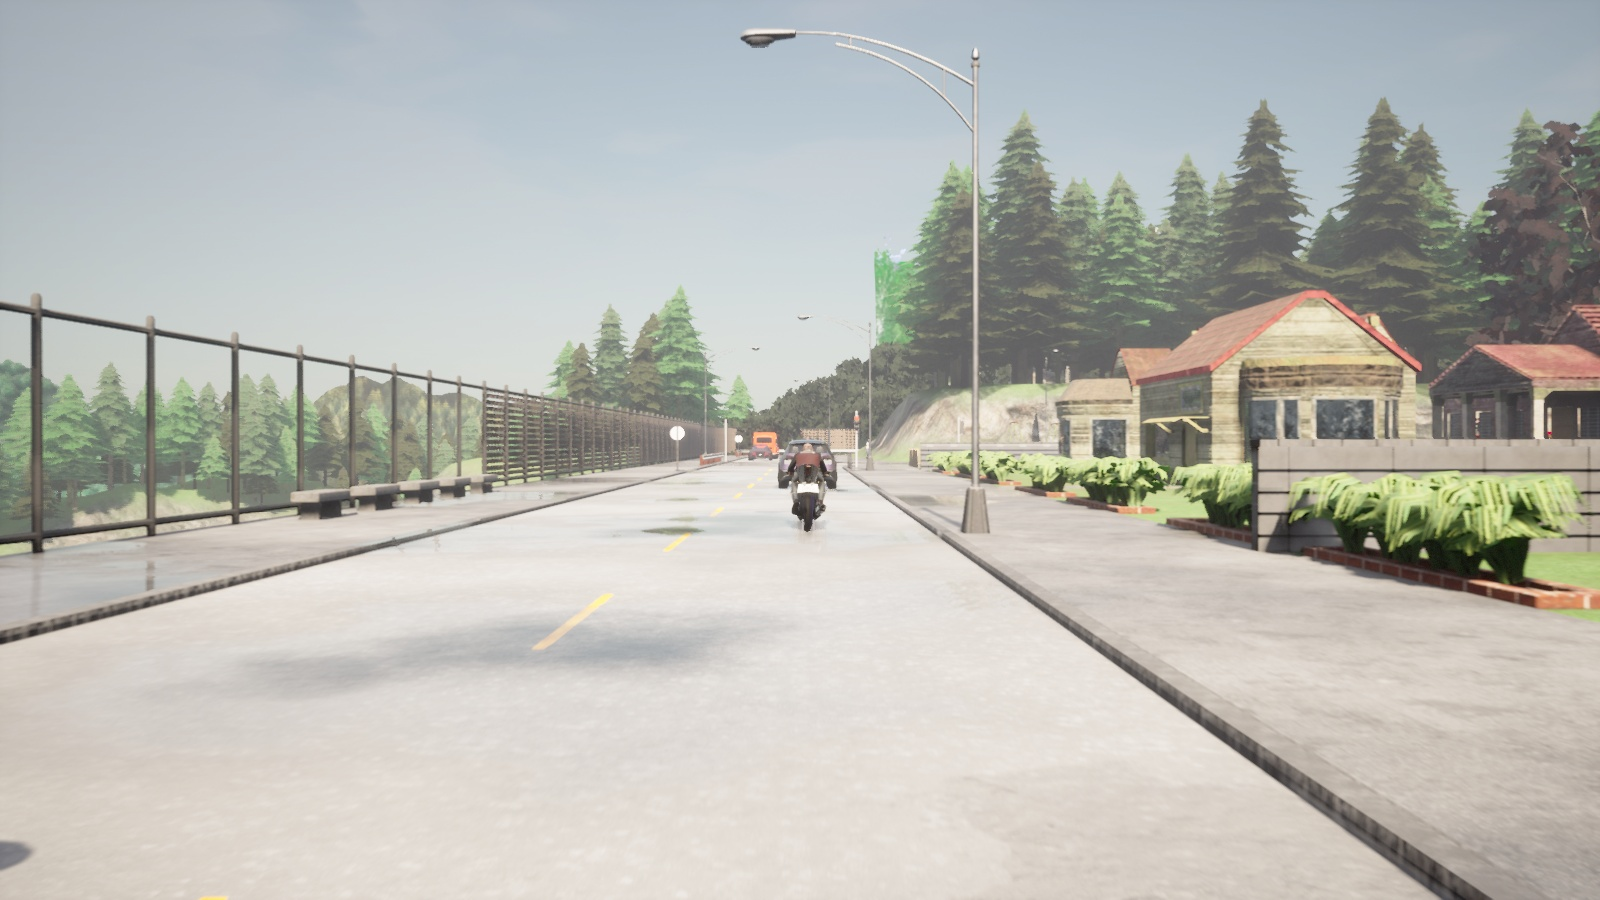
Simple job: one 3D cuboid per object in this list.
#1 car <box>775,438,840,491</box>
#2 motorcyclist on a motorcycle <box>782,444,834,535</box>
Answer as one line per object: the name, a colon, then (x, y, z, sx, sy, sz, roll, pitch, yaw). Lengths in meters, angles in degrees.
car: (0.256, 0.440, 41.973, 2.033, 1.649, 4.856, 0, 0, 0)
motorcyclist on a motorcycle: (0.141, 0.657, 22.179, 0.866, 1.530, 2.191, 0, 0, 0)
